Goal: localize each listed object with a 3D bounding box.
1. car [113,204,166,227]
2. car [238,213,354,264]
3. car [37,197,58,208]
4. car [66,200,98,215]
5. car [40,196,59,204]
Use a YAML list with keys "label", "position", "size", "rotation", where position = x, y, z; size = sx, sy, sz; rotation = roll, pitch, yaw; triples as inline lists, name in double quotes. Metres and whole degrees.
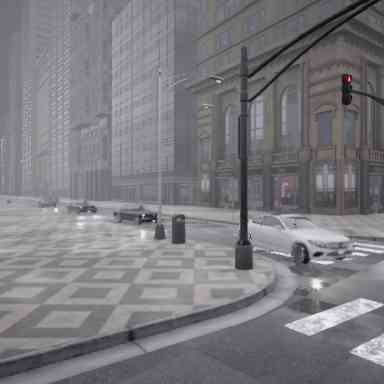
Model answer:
- label: "car"
  position: [-3.659, 1.533, 22.759]
  size: [1.895, 1.301, 4.718]
  rotation: [0, 0, -35]
- label: "car"
  position: [3.430, 1.498, 11.963]
  size: [1.812, 1.442, 4.674]
  rotation: [1, 0, -26]
- label: "car"
  position: [-20.204, 1.421, 46.198]
  size: [1.837, 1.490, 4.892]
  rotation: [0, 0, -35]
- label: "car"
  position: [-10.944, 1.501, 33.014]
  size: [1.895, 1.301, 4.718]
  rotation: [0, 0, -35]
- label: "car"
  position: [-25.046, 1.447, 58.363]
  size: [1.895, 1.301, 4.718]
  rotation: [0, 0, -36]
